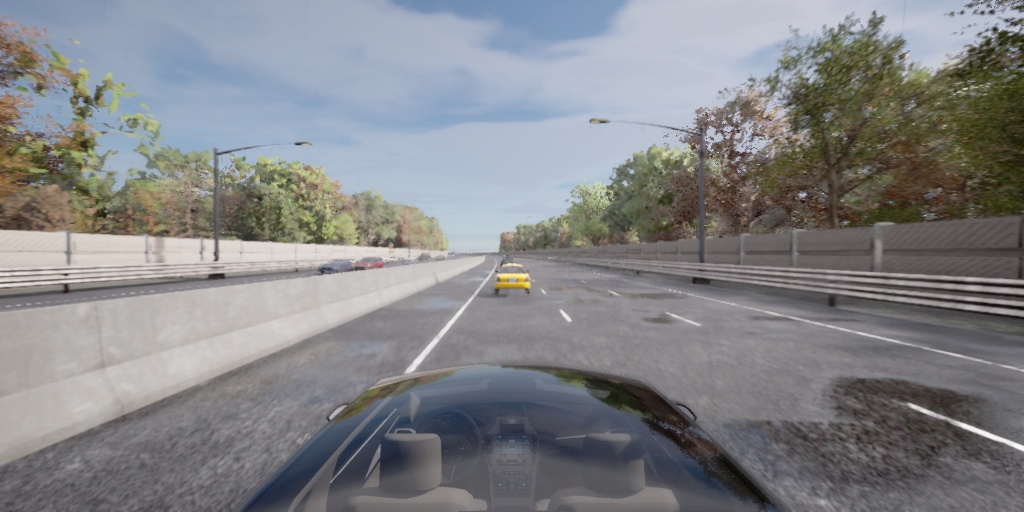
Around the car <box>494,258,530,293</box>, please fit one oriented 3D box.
[{"bbox_3d":[0.006,1.086,19.394,1.801,1.575,5.366,0,0,-1],"label":"car"}]

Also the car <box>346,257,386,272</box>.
[{"bbox_3d":[-14.418,0.876,36.188,2.097,1.767,4.553,0,0,-1],"label":"car"}]

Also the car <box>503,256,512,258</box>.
[{"bbox_3d":[-0.651,0.837,52.406,2.033,1.649,4.856,0,1,-1],"label":"car"}]

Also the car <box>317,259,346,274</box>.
[{"bbox_3d":[-17.935,1.066,37.103,2.033,1.411,5.357,0,0,-1],"label":"car"}]

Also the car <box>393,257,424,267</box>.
[{"bbox_3d":[-10.944,1.112,37.548,1.895,1.301,4.718,0,0,-1],"label":"car"}]
